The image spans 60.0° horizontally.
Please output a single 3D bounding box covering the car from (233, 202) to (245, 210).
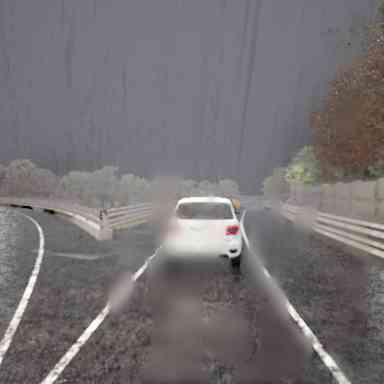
[{"bbox_3d":[9.531,2.863,66.823,2.033,1.411,5.357,0,-4,12],"label":"car"}]

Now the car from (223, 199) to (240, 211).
[{"bbox_3d":[5.240,1.658,43.564,1.882,1.535,5.008,0,-1,10],"label":"car"}]

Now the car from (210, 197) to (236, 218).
[{"bbox_3d":[2.912,1.346,30.531,2.097,1.767,4.553,0,0,9],"label":"car"}]

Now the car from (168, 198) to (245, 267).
[{"bbox_3d":[0.510,1.214,11.608,2.150,2.045,5.566,0,0,4],"label":"car"}]
